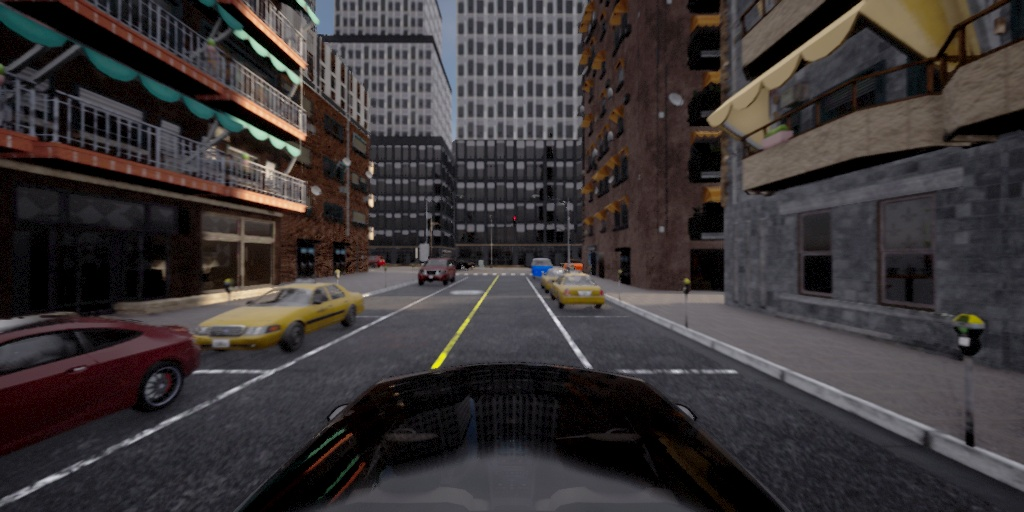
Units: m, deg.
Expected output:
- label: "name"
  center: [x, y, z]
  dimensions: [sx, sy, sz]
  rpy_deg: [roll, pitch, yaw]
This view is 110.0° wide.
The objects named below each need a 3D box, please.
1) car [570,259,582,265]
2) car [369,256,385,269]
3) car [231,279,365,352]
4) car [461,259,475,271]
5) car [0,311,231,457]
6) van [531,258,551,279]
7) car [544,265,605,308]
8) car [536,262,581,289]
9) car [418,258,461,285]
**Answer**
- label: "car"
  center: [9.052, 1.235, 46.181]
  dimensions: [4.553, 1.767, 2.097]
  rpy_deg: [1, 0, -4]
- label: "car"
  center: [-20.900, 0.862, 51.645]
  dimensions: [5.009, 1.841, 2.192]
  rpy_deg: [0, 0, 0]
- label: "car"
  center: [-5.318, 1.275, 8.957]
  dimensions: [1.751, 1.417, 4.829]
  rpy_deg: [0, 0, 0]
- label: "car"
  center: [-7.395, 1.168, 48.012]
  dimensions: [5.008, 1.535, 1.882]
  rpy_deg: [1, -1, 24]
- label: "car"
  center: [-5.316, 1.332, 3.487]
  dimensions: [1.802, 1.307, 4.207]
  rpy_deg: [0, 0, 0]
- label: "van"
  center: [2.555, 1.096, 31.691]
  dimensions: [1.690, 1.789, 3.998]
  rpy_deg: [0, 0, 0]
- label: "car"
  center: [2.561, 1.276, 14.940]
  dimensions: [1.751, 1.417, 4.829]
  rpy_deg: [0, 0, 0]
- label: "car"
  center: [2.559, 1.277, 20.580]
  dimensions: [1.751, 1.417, 4.829]
  rpy_deg: [0, 0, 0]
- label: "car"
  center: [-5.323, 1.068, 26.049]
  dimensions: [2.192, 1.841, 5.009]
  rpy_deg: [0, 0, 0]
